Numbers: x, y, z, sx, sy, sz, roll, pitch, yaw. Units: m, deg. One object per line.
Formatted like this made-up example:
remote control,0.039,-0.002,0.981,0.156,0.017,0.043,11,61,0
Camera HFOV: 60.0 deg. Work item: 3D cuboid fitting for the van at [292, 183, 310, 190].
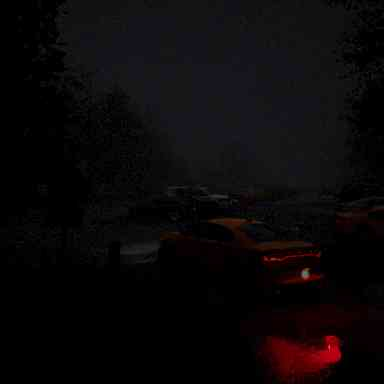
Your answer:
van,29.453,-1.556,90.037,4.442,1.987,1.878,1,1,25

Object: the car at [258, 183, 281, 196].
car,9.765,-0.107,47.190,4.553,1.767,2.185,1,2,25

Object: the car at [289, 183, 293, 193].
car,14.375,-0.289,57.289,4.792,1.488,2.163,1,2,25

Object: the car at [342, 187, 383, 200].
car,22.748,0.132,44.168,5.008,1.535,2.097,1,2,25

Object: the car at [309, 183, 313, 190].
car,27.259,-1.487,84.952,5.566,2.045,2.435,1,2,25

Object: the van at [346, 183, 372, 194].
van,32.214,-0.762,64.326,4.442,1.987,1.878,1,2,25

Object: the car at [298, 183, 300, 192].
car,17.907,-0.568,64.827,4.892,1.521,2.231,1,2,25

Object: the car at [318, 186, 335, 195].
car,23.588,-0.312,57.739,2.128,1.511,4.902,1,2,25

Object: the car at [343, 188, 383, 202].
car,20.443,0.337,39.137,4.792,1.488,2.163,1,2,25

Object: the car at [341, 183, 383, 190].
car,15.789,0.466,29.085,5.566,2.045,2.435,1,3,25

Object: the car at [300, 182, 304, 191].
car,20.066,-0.741,69.943,5.366,1.575,1.946,1,2,25

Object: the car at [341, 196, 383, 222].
car,12.270,1.078,21.576,4.674,1.452,2.002,1,3,25

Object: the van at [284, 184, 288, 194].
van,12.175,-0.376,52.184,4.442,1.987,1.878,1,2,25

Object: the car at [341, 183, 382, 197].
car,26.210,-0.370,51.710,5.566,2.045,2.435,1,2,25

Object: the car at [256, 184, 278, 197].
car,8.563,0.108,44.689,4.892,1.521,2.231,1,3,25

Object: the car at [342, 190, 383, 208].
car,16.902,0.638,31.631,4.792,1.488,2.163,1,3,25

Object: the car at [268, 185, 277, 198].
car,7.574,0.203,42.099,5.366,1.575,1.946,1,2,25

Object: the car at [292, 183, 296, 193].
car,15.542,-0.373,59.807,4.792,1.488,2.163,1,2,25

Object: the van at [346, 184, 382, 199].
van,24.013,-0.176,46.626,4.442,1.987,1.878,1,2,25

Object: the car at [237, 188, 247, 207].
car,1.743,0.732,29.516,5.366,1.575,1.946,1,3,25

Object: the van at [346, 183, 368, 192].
van,36.870,-1.095,74.376,4.442,1.987,1.878,1,2,25

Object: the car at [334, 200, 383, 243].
car,8.828,1.355,14.153,5.008,1.535,2.097,1,3,25

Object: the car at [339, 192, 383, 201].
car,10.025,1.123,16.645,4.553,1.767,2.185,1,3,25

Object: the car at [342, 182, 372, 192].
car,35.574,-1.039,71.923,5.566,2.045,2.435,1,2,25

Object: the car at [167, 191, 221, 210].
car,-0.753,0.947,24.558,5.008,1.535,2.097,1,3,25

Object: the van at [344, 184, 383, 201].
van,21.475,-0.009,41.681,4.442,1.987,1.878,1,2,24

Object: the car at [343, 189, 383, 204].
car,19.334,0.428,36.744,4.792,1.488,2.163,1,3,25

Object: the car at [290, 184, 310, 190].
car,28.415,-1.260,87.456,4.792,1.488,2.163,1,2,25

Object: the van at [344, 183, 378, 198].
van,24.965,-0.262,49.236,4.442,1.987,1.878,1,2,25

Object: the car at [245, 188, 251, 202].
car,2.747,0.626,32.109,4.892,1.521,2.231,1,3,25

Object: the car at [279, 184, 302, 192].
car,21.372,-0.945,72.392,4.553,1.767,2.185,1,2,25

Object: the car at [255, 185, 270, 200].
car,6.123,0.294,39.849,5.366,1.575,1.946,1,3,25

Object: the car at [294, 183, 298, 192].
car,16.566,-0.491,62.390,5.366,1.575,1.946,1,2,25

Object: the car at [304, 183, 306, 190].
car,22.539,-1.029,74.910,4.553,1.767,2.185,1,2,25

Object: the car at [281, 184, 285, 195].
car,10.929,-0.038,49.711,4.792,1.488,2.163,1,2,25

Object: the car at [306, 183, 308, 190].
car,23.729,-0.986,77.421,5.008,1.535,2.097,1,2,25

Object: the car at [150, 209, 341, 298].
car,0.887,1.400,8.438,1.882,1.535,5.008,2,-1,-31

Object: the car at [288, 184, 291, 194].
car,13.209,-0.206,54.771,4.792,1.488,2.163,1,2,25

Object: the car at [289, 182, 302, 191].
car,19.062,-0.651,67.350,4.892,1.521,2.231,1,2,25

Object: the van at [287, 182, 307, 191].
van,25.961,-1.380,82.496,4.442,1.987,1.878,1,2,25

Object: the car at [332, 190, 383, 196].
car,13.268,0.925,24.163,5.366,1.575,1.946,1,3,25

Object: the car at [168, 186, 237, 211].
car,0.433,0.589,27.055,5.566,2.045,2.435,1,3,25

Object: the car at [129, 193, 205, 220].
car,-1.951,1.084,22.057,4.792,1.488,2.163,1,3,25

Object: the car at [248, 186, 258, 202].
car,3.739,0.511,34.706,5.366,1.575,1.946,1,3,25
